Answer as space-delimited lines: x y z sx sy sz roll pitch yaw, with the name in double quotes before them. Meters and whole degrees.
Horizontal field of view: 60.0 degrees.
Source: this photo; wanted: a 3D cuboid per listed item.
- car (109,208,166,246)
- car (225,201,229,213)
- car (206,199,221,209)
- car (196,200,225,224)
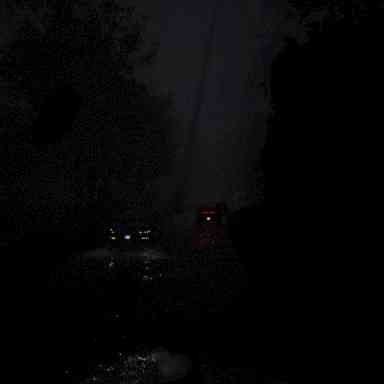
"car" -2.357 1.519 15.336 1.837 1.490 4.892 0 0 3
"car" 3.606 1.836 42.298 2.128 1.511 4.902 0 -1 9
"car" 3.847 2.116 58.546 1.882 1.535 5.008 1 -1 13
"car" 1.382 1.604 25.371 1.837 1.490 4.892 0 0 5
